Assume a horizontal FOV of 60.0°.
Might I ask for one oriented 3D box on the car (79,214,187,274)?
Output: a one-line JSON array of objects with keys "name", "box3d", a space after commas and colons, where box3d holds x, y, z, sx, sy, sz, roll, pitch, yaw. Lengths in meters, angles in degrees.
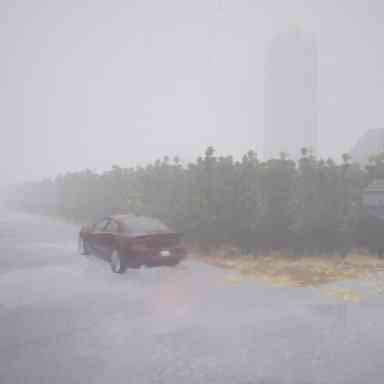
[{"name": "car", "box3d": [-2.109, 1.447, 10.652, 1.882, 1.535, 5.008, 1, -1, -35]}]
